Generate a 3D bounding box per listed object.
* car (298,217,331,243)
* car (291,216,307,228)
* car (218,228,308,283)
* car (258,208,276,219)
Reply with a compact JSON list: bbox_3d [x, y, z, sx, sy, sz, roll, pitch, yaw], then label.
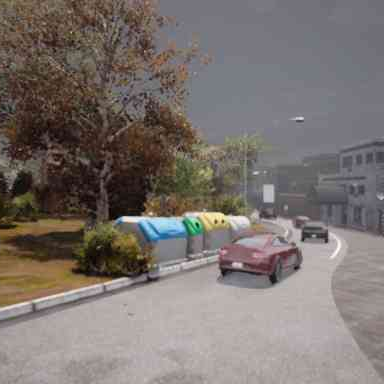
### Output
[{"bbox_3d":[9.365,2.916,25.294,1.837,1.490,4.892,0,-3,22],"label":"car"},{"bbox_3d":[13.775,3.744,41.940,1.882,1.535,5.008,0,-2,9],"label":"car"},{"bbox_3d":[2.491,2.108,11.599,1.812,1.442,4.674,0,-4,31],"label":"car"},{"bbox_3d":[13.980,3.898,62.104,2.150,2.045,5.566,0,0,-5],"label":"car"}]
